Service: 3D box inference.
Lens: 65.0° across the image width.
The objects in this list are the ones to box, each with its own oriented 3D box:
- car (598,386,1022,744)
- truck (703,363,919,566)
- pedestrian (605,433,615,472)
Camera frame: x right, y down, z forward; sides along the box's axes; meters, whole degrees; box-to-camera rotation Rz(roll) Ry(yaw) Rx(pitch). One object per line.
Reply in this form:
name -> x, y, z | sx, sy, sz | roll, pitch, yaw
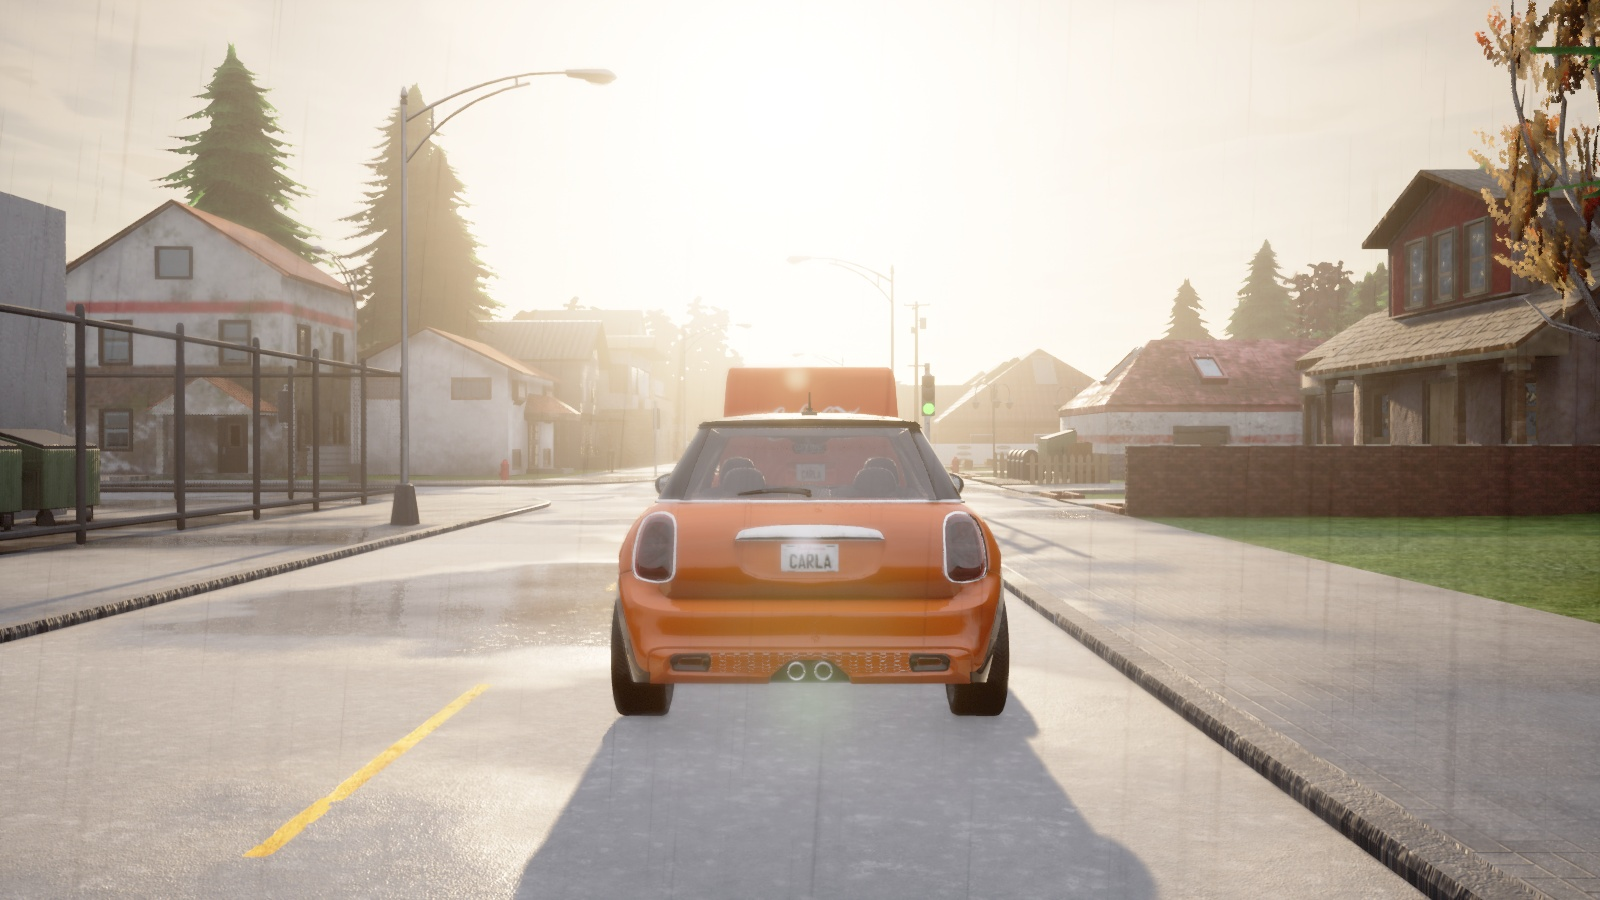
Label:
car -> 0.062, 0.557, 8.482 | 2.097, 1.767, 4.553 | 0, 0, 0
truck -> 0.125, 0.159, 17.874 | 2.627, 2.467, 5.204 | 0, 0, 0
pedestrian -> -8.853, 0.118, 58.567 | 0.331, 1.846, 0.634 | 0, 0, 1
